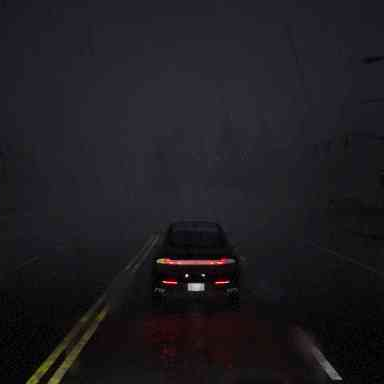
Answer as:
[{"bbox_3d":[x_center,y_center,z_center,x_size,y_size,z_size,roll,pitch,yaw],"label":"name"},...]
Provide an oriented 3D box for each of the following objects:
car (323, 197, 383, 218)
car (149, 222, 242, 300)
[{"bbox_3d":[13.925,1.296,28.784,4.553,1.767,2.097,0,0,0],"label":"car"},{"bbox_3d":[0.071,1.492,8.393,2.128,1.511,4.902,0,0,0],"label":"car"}]
